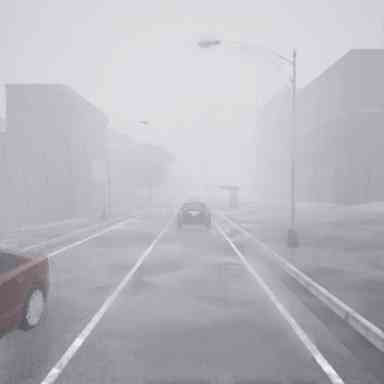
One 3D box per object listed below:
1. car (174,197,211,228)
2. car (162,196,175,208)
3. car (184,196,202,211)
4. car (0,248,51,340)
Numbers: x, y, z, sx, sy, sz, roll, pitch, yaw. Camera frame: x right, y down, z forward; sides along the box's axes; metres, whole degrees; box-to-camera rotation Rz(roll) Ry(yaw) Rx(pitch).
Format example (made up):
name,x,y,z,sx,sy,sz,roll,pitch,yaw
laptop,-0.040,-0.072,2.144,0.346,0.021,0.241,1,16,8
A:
name,x,y,z,sx,sy,sz,roll,pitch,yaw
car,0.133,1.364,22.085,2.097,1.767,4.553,0,0,0
car,-3.176,1.422,48.109,2.097,1.767,4.553,0,0,1
car,0.142,1.418,42.431,2.097,1.767,4.553,0,0,0
car,-3.519,1.476,4.043,1.882,1.535,5.008,0,0,0
